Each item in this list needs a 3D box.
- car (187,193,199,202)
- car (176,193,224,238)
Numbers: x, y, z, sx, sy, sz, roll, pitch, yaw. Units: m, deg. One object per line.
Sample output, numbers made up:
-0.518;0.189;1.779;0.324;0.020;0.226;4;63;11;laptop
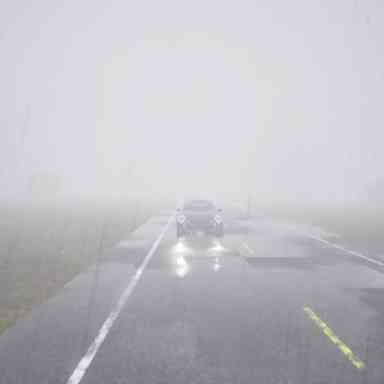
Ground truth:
0.129;0.826;55.129;1.994;1.385;4.181;0;1;0;car
0.326;1.132;16.251;2.097;1.767;4.553;0;1;0;car
